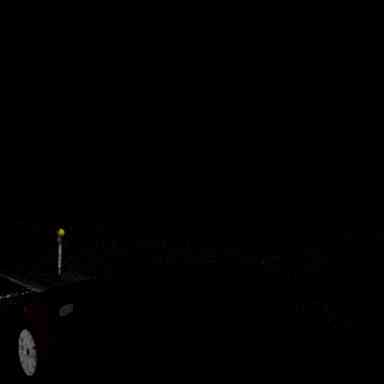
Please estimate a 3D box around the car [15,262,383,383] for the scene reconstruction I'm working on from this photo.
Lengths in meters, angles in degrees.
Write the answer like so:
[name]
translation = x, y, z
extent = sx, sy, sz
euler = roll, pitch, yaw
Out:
[car]
translation = -0.183, 1.545, 3.669
extent = 5.008, 1.535, 1.882
euler = 0, -1, 41
